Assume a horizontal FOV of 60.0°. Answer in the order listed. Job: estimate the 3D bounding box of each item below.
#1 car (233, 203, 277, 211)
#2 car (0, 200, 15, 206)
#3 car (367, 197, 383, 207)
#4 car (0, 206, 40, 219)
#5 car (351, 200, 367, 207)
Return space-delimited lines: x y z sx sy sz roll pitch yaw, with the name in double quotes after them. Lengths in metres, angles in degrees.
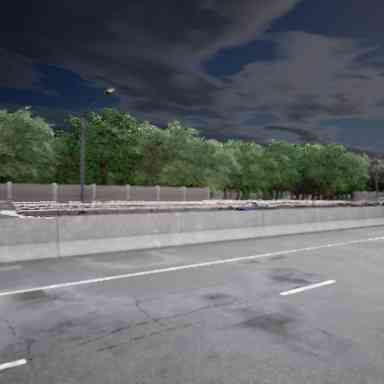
6.492 1.822 34.348 4.718 1.301 1.895 1 0 -35 "car"
-14.728 1.365 23.581 4.553 1.767 2.097 0 0 -35 "car"
29.724 1.775 50.940 5.566 2.045 2.150 1 -1 -35 "car"
-9.128 1.534 14.678 4.674 1.442 1.812 0 0 -35 "car"
27.722 2.031 53.804 5.008 1.535 1.882 1 -1 -35 "car"
